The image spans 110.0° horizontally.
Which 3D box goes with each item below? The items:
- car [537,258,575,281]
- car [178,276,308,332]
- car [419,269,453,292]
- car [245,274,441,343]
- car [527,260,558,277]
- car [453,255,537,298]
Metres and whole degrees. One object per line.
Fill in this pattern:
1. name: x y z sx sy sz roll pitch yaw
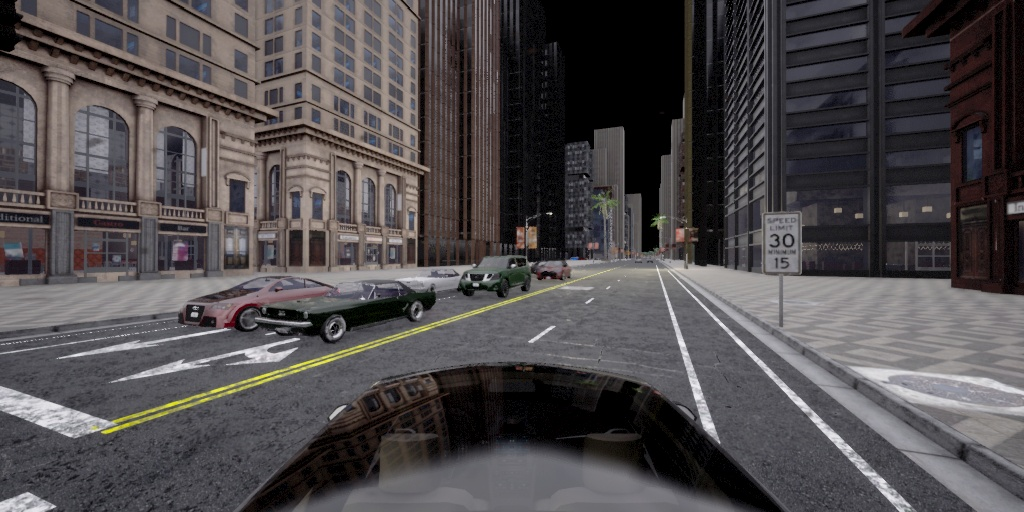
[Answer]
1. car: 3.565 1.117 29.857 2.097 1.767 4.553 0 0 20
2. car: -7.352 1.315 10.985 1.994 1.385 4.181 0 0 22
3. car: -4.139 1.356 19.136 1.895 1.301 4.718 0 0 22
4. car: -4.246 1.352 10.012 1.895 1.301 4.718 0 0 24
5. car: 3.305 1.250 37.879 1.882 1.535 5.008 0 0 22
6. car: -0.656 0.978 19.090 2.150 2.045 5.566 0 0 21
